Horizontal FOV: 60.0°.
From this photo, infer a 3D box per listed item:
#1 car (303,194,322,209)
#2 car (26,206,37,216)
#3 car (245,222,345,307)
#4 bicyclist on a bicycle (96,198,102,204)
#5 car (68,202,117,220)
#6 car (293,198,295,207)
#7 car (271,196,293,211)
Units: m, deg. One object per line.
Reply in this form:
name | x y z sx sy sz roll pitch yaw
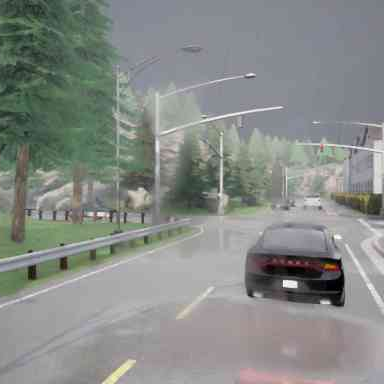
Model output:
car | 16.277 1.221 44.828 2.150 2.045 5.566 0 0 20
car | -17.406 1.562 31.749 5.357 1.411 2.033 0 0 21
car | 2.603 1.478 8.205 1.882 1.535 5.008 0 0 20
bicyclist on a bicycle | -10.275 1.416 36.595 0.582 1.620 1.656 -2 5 20
car | -8.480 1.579 28.429 4.181 1.385 1.994 0 0 20
car | 14.521 1.352 50.721 2.097 1.767 4.553 0 0 21
car | 11.087 1.491 41.551 2.128 1.511 4.902 0 0 20
